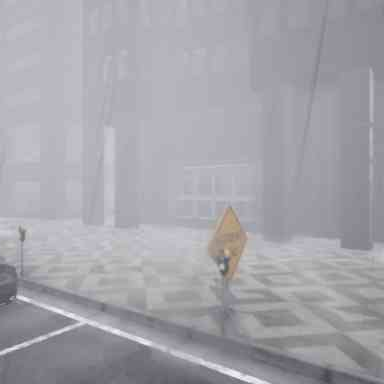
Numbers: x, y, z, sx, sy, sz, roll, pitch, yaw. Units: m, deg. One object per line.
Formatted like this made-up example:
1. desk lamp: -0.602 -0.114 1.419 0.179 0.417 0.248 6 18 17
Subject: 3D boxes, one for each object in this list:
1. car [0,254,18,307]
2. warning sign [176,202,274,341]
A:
1. car: -5.182 1.553 6.656 4.403 1.369 2.008 0 0 35
2. warning sign: 0.569 1.116 5.390 1.060 1.860 1.300 0 0 35
